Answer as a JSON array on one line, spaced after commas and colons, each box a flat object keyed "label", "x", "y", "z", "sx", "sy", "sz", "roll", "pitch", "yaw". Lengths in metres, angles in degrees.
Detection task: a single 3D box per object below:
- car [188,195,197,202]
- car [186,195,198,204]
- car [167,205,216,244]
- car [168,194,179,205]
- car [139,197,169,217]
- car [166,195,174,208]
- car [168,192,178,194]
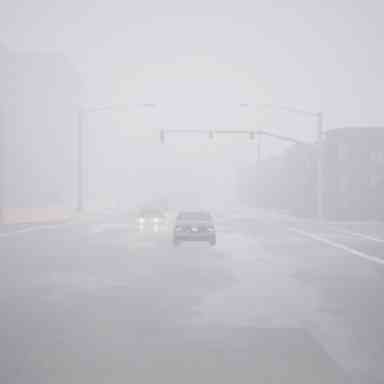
[{"label": "car", "x": 0.015, "y": 1.337, "z": 70.982, "sx": 1.837, "sy": 1.490, "sz": 4.892, "roll": 0, "pitch": 0, "yaw": 0}, {"label": "car", "x": 0.013, "y": 1.338, "z": 60.568, "sx": 1.882, "sy": 1.535, "sz": 5.008, "roll": 0, "pitch": 0, "yaw": 0}, {"label": "car", "x": 0.104, "y": 1.509, "z": 15.481, "sx": 2.033, "sy": 1.411, "sz": 5.357, "roll": 0, "pitch": 0, "yaw": 0}, {"label": "car", "x": -3.489, "y": 1.430, "z": 50.509, "sx": 2.033, "sy": 1.411, "sz": 5.357, "roll": 0, "pitch": 0, "yaw": 0}, {"label": "car", "x": -3.589, "y": 1.475, "z": 30.576, "sx": 2.033, "sy": 1.411, "sz": 5.357, "roll": 0, "pitch": 0, "yaw": 0}, {"label": "car", "x": -3.559, "y": 1.411, "z": 40.185, "sx": 1.837, "sy": 1.490, "sz": 4.892, "roll": 0, "pitch": 0, "yaw": 0}, {"label": "car", "x": -3.487, "y": 1.081, "z": 60.871, "sx": 2.150, "sy": 2.045, "sz": 5.566, "roll": 0, "pitch": 0, "yaw": 0}]
